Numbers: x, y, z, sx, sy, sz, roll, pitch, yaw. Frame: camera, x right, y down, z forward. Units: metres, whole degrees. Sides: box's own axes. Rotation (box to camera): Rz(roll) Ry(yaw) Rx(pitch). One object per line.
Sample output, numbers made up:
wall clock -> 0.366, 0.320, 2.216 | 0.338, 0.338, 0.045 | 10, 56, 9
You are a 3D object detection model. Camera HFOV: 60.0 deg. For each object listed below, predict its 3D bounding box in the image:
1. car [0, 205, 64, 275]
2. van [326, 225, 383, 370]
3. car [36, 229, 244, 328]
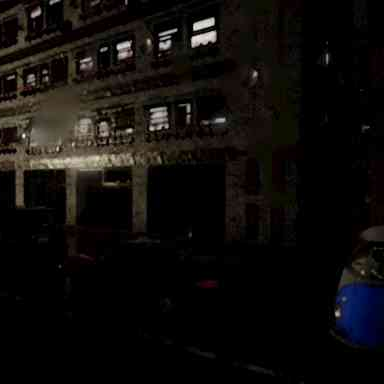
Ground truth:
car -> -5.824, 1.308, 9.758 | 5.009, 1.841, 2.192 | 0, 1, 32
van -> 3.786, 1.341, 3.760 | 3.998, 1.788, 1.690 | 0, 1, 32
car -> -1.017, 1.578, 6.762 | 4.206, 1.307, 1.802 | 0, 1, 32
